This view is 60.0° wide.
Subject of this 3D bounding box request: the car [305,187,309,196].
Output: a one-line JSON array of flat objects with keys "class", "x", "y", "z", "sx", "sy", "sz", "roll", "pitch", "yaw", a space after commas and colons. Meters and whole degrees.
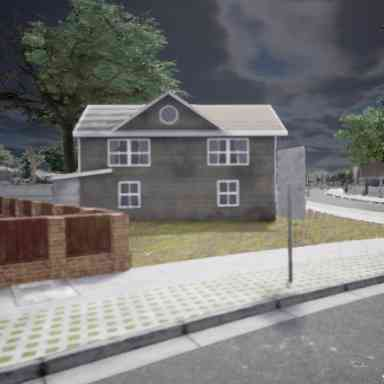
[{"class": "car", "x": 19.807, "y": -0.089, "z": 59.523, "sx": 1.837, "sy": 1.490, "sz": 4.892, "roll": 0, "pitch": 2, "yaw": 15}]
